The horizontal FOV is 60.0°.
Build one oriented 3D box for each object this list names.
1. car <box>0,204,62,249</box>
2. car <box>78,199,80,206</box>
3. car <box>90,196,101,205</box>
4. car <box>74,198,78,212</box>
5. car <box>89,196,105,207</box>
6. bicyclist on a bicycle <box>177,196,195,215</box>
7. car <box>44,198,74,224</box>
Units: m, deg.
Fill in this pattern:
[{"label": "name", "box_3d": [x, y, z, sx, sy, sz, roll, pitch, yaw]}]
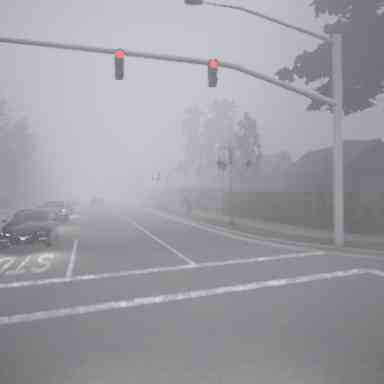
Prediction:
[{"label": "car", "box_3d": [-7.144, 1.534, 14.977, 1.837, 1.490, 4.892, -1, 0, -17]}, {"label": "car", "box_3d": [-19.091, 1.593, 53.420, 1.994, 1.385, 4.181, -1, 0, -17]}, {"label": "car", "box_3d": [-17.534, 1.500, 60.164, 1.812, 1.442, 4.674, -1, 0, -17]}, {"label": "car", "box_3d": [-13.100, 1.593, 34.004, 1.994, 1.385, 4.181, -1, 0, -17]}, {"label": "car", "box_3d": [-14.076, 1.473, 49.463, 2.128, 1.511, 4.902, -1, 0, -17]}, {"label": "bicyclist on a bicycle", "box_3d": [-0.514, 1.199, 28.866, 1.656, 1.620, 0.582, -1, 0, -17]}, {"label": "car", "box_3d": [-10.129, 1.381, 24.496, 2.097, 1.767, 4.553, -1, 0, -17]}]
